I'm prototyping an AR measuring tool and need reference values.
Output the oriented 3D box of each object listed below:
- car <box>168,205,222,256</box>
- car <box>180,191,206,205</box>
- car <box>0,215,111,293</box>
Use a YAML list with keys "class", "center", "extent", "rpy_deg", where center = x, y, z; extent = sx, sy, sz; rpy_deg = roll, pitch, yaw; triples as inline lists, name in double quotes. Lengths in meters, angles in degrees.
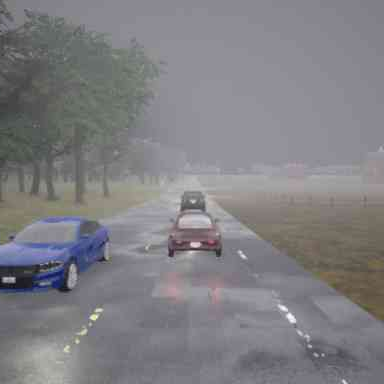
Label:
- class: "car"
  center: [0.101, 1.460, 12.751]
  extent: [1.812, 1.442, 4.674]
  rpy_deg: [0, 1, 0]
- class: "car"
  center: [0.095, 0.878, 29.911]
  extent: [2.150, 2.045, 5.566]
  rpy_deg: [0, 1, 0]
- class: "car"
  center: [-3.598, 1.444, 9.044]
  extent: [1.882, 1.535, 5.008]
  rpy_deg: [0, 0, 0]
